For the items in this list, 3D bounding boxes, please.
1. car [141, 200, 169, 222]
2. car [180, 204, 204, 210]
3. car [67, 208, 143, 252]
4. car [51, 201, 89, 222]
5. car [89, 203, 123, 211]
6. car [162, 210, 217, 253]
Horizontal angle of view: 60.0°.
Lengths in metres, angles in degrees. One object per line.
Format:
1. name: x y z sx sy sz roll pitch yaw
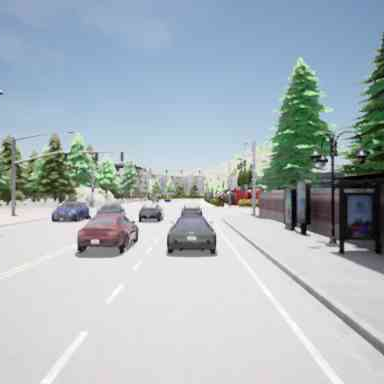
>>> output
1. car: -3.525 1.764 29.278 2.128 1.511 4.902 0 0 0
2. car: -0.020 1.764 29.297 2.128 1.511 4.902 0 0 0
3. car: -3.505 1.660 14.371 1.812 1.442 4.674 0 0 0
4. car: -10.527 1.620 29.122 2.097 1.767 4.553 0 0 0
5. car: -7.028 1.781 28.889 1.837 1.490 4.892 0 -1 0
6. car: -0.006 1.697 14.279 1.994 1.385 4.181 0 0 0
